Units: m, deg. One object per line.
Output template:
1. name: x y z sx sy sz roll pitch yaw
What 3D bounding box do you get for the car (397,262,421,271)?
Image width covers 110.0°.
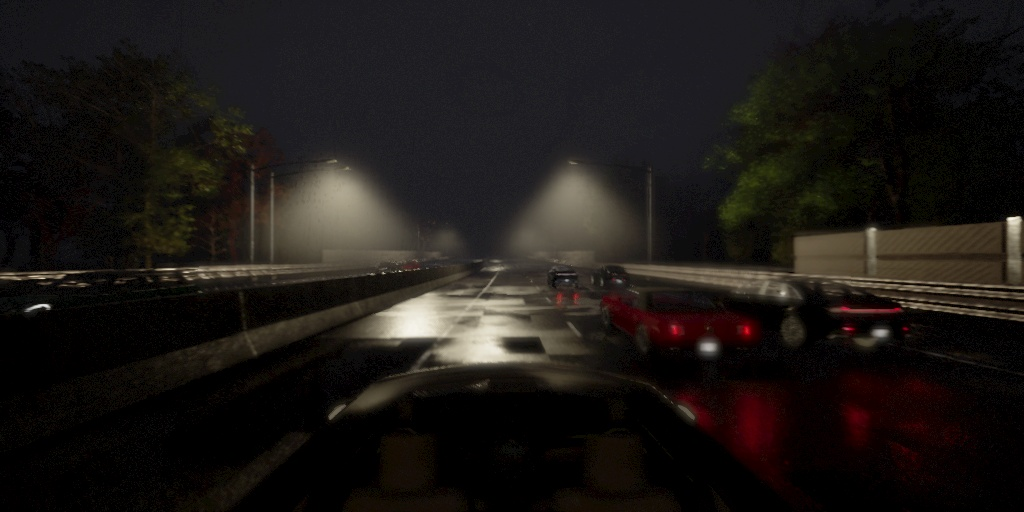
1. car: -14.273 1.567 50.820 1.882 1.535 5.008 0 0 0

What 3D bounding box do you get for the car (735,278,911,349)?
1. car: 7.102 1.302 9.328 2.128 1.511 4.902 0 0 0

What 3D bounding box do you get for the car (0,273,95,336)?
1. car: -14.098 1.285 8.812 1.882 1.535 5.008 0 0 0

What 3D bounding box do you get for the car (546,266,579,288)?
1. car: 3.598 1.433 25.991 2.128 1.511 4.902 0 0 0

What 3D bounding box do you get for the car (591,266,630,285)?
1. car: 7.098 1.447 26.084 1.837 1.490 4.892 0 0 0

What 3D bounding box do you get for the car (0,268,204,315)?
1. car: -10.598 1.163 9.270 2.097 1.767 4.553 0 0 0

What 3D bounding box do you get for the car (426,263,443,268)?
1. car: -10.771 1.691 50.697 1.895 1.301 4.718 0 0 0

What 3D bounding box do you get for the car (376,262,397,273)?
1. car: -17.777 1.594 51.114 1.837 1.490 4.892 0 0 0

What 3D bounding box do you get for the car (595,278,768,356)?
1. car: 3.602 1.407 8.790 1.895 1.301 4.718 0 0 0
